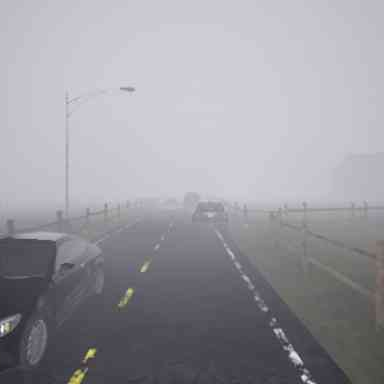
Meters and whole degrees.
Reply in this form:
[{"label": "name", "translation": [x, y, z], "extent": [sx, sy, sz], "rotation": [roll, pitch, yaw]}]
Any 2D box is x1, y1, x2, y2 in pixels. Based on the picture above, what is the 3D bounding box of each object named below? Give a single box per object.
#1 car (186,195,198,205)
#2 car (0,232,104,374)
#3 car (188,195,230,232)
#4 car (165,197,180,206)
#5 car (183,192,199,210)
[{"label": "car", "translation": [0.024, 1.289, 53.277], "extent": [1.812, 1.442, 4.674], "rotation": [0, 0, 0]}, {"label": "car", "translation": [-2.847, 1.497, 5.742], "extent": [1.812, 1.442, 4.674], "rotation": [0, 0, 0]}, {"label": "car", "translation": [0.970, 1.256, 19.622], "extent": [2.097, 1.767, 4.553], "rotation": [0, 0, 0]}, {"label": "car", "translation": [-2.805, 1.349, 47.885], "extent": [1.994, 1.385, 4.181], "rotation": [0, 0, 0]}, {"label": "car", "translation": [0.039, 1.033, 40.695], "extent": [2.150, 2.045, 5.566], "rotation": [0, 0, 0]}]
